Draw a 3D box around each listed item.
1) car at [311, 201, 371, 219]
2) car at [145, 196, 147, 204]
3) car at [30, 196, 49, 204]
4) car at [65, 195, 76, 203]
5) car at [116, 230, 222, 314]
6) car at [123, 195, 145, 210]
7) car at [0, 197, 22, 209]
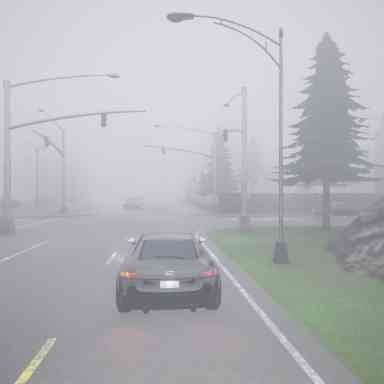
[{"bbox_3d":[12.682,1.491,28.391,4.902,1.511,2.128,0,0,-7],"label":"car"},{"bbox_3d":[-8.601,1.564,52.974,1.994,1.385,4.181,0,0,-5],"label":"car"},{"bbox_3d":[-25.960,1.384,56.712,1.970,1.475,3.806,0,0,-5],"label":"car"},{"bbox_3d":[-23.631,1.374,64.362,1.845,1.501,3.633,0,0,-5],"label":"car"},{"bbox_3d":[-0.567,1.564,7.743,1.994,1.385,4.181,0,0,-5],"label":"car"},{"bbox_3d":[-7.660,1.352,43.125,2.097,1.767,4.553,0,0,-5],"label":"car"},{"bbox_3d":[-21.376,1.339,38.426,2.007,1.523,4.514,0,0,-5],"label":"car"}]
